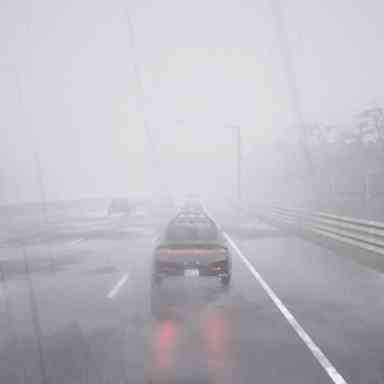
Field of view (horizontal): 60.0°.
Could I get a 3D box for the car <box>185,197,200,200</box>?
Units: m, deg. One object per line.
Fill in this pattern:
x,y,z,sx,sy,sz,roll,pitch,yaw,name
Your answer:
0.099,1.547,35.309,1.994,1.385,4.181,0,0,0,car

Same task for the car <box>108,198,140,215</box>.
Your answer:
-6.902,1.336,33.323,2.097,1.767,4.553,0,0,0,car

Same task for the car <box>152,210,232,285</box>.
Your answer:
-0.001,1.487,9.415,2.128,1.511,4.902,0,0,0,car

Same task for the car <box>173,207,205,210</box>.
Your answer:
-0.001,1.594,15.731,1.895,1.301,4.718,0,0,0,car

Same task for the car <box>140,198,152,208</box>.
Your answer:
-6.902,1.566,47.897,1.895,1.301,4.718,0,0,0,car

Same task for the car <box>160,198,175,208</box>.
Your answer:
-3.400,1.515,46.828,2.033,1.411,5.357,0,0,0,car

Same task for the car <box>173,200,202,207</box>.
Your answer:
-0.001,1.538,23.170,2.033,1.411,5.357,0,0,0,car

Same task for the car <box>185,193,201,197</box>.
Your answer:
0.095,1.175,49.314,2.150,2.045,5.566,0,-1,1,car
